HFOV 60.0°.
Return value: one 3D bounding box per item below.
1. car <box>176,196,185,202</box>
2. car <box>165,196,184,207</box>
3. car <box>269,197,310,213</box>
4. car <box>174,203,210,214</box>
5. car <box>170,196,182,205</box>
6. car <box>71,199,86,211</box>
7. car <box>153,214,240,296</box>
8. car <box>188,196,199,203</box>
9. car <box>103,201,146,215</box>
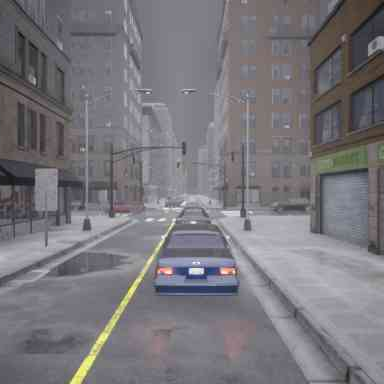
[{"bbox_3d":[-2.654,1.599,78.884,1.895,1.301,4.718,0,0,0],"label":"car"},{"bbox_3d":[-2.810,1.351,49.838,2.097,1.767,4.553,0,0,1],"label":"car"},{"bbox_3d":[10.886,1.353,36.679,4.553,1.767,2.097,0,0,0],"label":"car"},{"bbox_3d":[0.086,1.563,19.353,1.994,1.385,4.181,0,0,1],"label":"car"},{"bbox_3d":[-2.758,1.526,58.567,1.812,1.442,4.674,0,0,0],"label":"car"},{"bbox_3d":[-14.697,1.539,39.283,4.313,1.339,1.947,0,0,0],"label":"car"},{"bbox_3d":[0.094,1.547,8.807,2.033,1.411,5.357,0,0,0],"label":"car"},{"bbox_3d":[0.173,1.526,60.620,1.812,1.442,4.674,0,0,0],"label":"car"},{"bbox_3d":[-6.837,1.567,33.774,4.181,1.385,1.994,0,0,0],"label":"car"}]
